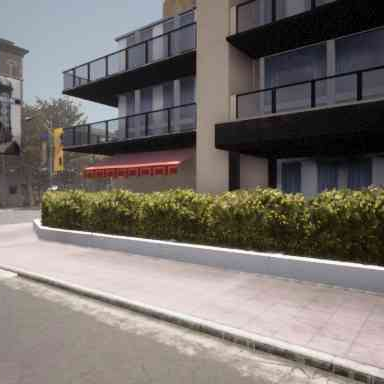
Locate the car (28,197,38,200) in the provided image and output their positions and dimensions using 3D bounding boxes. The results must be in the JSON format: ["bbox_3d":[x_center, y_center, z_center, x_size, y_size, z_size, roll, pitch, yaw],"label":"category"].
[{"bbox_3d":[-34.495,1.481,68.404,4.892,1.521,2.231,0,0,37],"label":"car"}]
